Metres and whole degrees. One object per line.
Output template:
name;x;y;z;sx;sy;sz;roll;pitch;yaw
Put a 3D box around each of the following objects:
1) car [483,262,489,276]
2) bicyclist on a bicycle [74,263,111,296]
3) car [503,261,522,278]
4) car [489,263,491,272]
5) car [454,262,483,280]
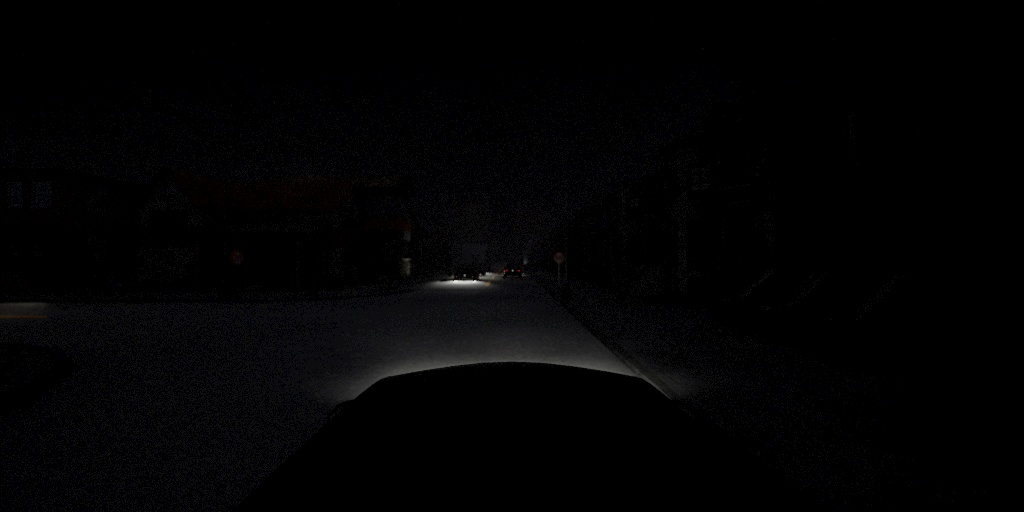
car;-4.114;1.488;42.075;1.882;1.535;5.008;0;0;0
bicyclist on a bicycle;-21.588;1.208;18.473;0.582;1.620;1.656;0;0;0
car;0.076;1.531;37.872;2.033;1.411;5.357;0;0;0
car;-4.090;1.568;52.389;2.128;1.511;4.902;0;0;0
car;-4.118;1.517;33.189;1.994;1.385;4.181;0;0;0
